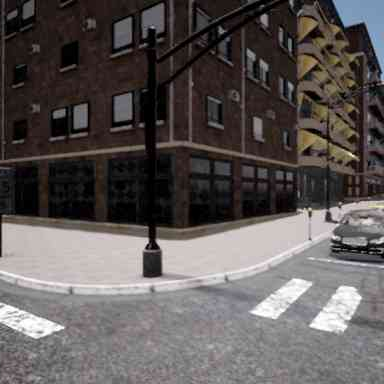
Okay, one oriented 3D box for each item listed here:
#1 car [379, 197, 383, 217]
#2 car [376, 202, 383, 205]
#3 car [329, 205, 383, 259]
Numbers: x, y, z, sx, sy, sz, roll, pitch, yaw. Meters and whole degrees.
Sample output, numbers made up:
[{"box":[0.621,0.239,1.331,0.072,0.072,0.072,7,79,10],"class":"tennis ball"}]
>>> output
[{"box":[15.642,1.103,25.417,1.887,1.381,4.507,1,1,35],"class":"car"},{"box":[9.179,1.240,16.140,1.752,1.417,4.829,1,1,35],"class":"car"},{"box":[6.094,1.340,11.712,2.008,1.369,4.403,1,1,35],"class":"car"}]
